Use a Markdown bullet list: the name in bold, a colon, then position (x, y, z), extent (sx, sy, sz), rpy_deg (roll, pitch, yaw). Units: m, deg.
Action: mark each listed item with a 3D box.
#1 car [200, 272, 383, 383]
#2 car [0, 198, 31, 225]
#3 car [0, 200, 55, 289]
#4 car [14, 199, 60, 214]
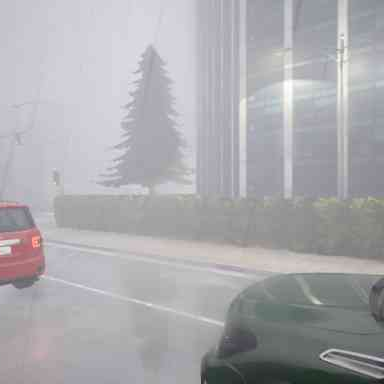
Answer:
- **car**: position (2.730, 1.221, 2.043), extent (5.566, 2.045, 2.150), rpy_deg (0, 0, 36)
- **car**: position (-14.034, 1.352, 23.189), extent (2.097, 1.767, 4.553), rpy_deg (0, 0, 36)
- **car**: position (-5.740, 1.221, 8.023), extent (5.566, 2.045, 2.150), rpy_deg (0, 0, 38)
- **car**: position (-17.178, 1.564, 37.017), extent (1.994, 1.385, 4.181), rpy_deg (0, 0, 36)
